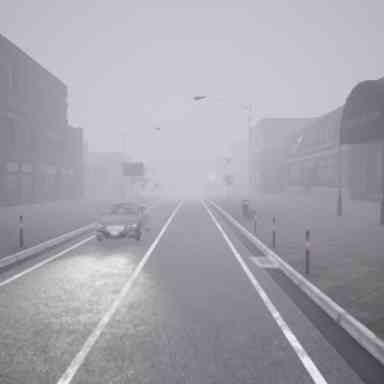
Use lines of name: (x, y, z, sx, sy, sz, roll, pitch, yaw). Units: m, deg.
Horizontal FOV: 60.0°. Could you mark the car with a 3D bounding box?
car: (-2.983, 1.267, 15.287, 2.128, 1.511, 4.902, 0, 1, 0)
